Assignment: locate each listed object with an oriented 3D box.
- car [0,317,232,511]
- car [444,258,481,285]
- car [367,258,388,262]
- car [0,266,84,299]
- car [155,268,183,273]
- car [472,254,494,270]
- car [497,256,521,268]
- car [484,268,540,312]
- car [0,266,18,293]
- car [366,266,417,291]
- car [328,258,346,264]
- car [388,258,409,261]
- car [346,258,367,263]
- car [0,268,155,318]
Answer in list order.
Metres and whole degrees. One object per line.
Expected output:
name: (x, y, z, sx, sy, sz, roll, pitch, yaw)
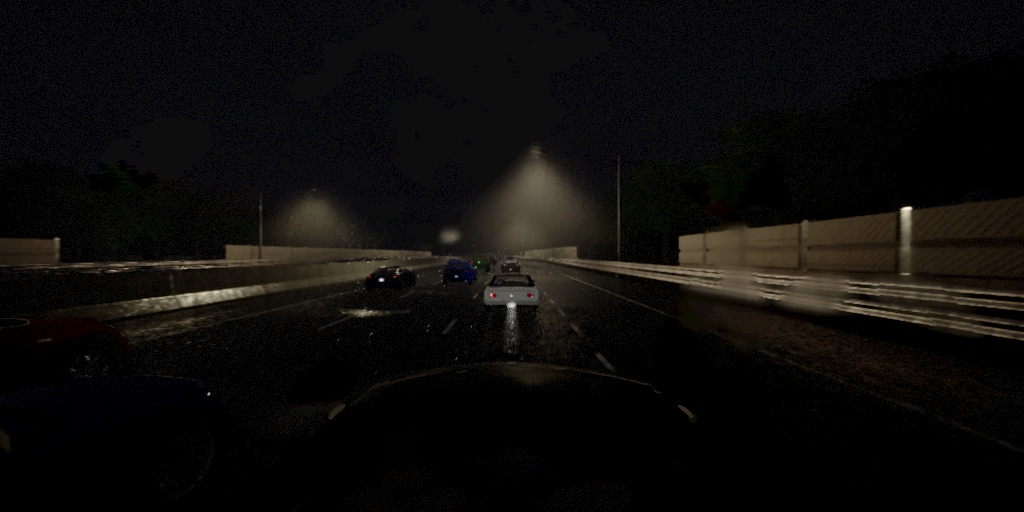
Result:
car: (-3.500, 1.275, 1.337, 1.812, 1.442, 4.674, 0, 0, 0)
car: (-3.553, 1.148, 25.332, 1.882, 1.535, 5.008, 0, 0, 0)
car: (-21.345, 1.015, 58.482, 1.837, 1.490, 4.892, 0, 0, 0)
car: (-24.621, 1.271, 17.077, 2.033, 1.411, 5.357, 0, 0, 0)
car: (-17.622, 1.267, 17.281, 2.033, 1.411, 5.357, 0, 0, 0)
car: (-3.660, 0.805, 42.161, 2.150, 2.045, 5.566, 0, 0, 0)
car: (-0.124, 1.098, 37.320, 2.128, 1.511, 4.902, 0, 0, 0)
car: (-0.013, 1.330, 14.153, 1.895, 1.301, 4.718, 0, 0, 0)
car: (-28.120, 1.274, 16.973, 2.033, 1.411, 5.357, 0, 0, 0)
car: (-7.037, 1.258, 21.315, 1.994, 1.385, 4.181, 0, 0, 0)
car: (-28.336, 1.004, 58.766, 2.128, 1.511, 4.902, 0, 0, 0)
car: (-17.843, 1.052, 58.543, 2.033, 1.411, 5.357, 0, 0, 0)
car: (-24.839, 1.014, 58.925, 1.837, 1.490, 4.892, 0, 1, 0)
car: (-7.000, 1.110, 3.666, 2.097, 1.767, 4.553, 0, 0, 0)
